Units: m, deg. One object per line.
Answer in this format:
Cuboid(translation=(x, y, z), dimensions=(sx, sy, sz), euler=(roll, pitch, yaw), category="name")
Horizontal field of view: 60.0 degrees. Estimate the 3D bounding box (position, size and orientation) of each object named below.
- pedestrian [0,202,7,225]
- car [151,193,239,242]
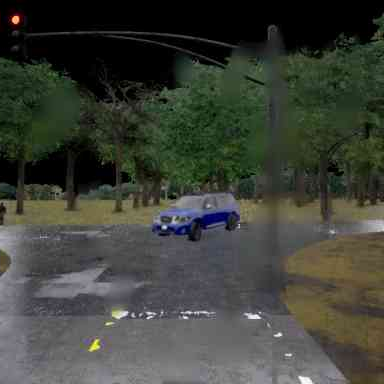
Cuboid(translation=(-15.239, 1.718, 26.772), dimensions=(0.375, 1.860, 0.375), euler=(0, -1, 0), category="pedestrian")
Cuboid(translation=(0.376, 1.116, 16.927), dimensions=(2.150, 2.045, 5.566), euler=(0, 2, 36), category="car")
